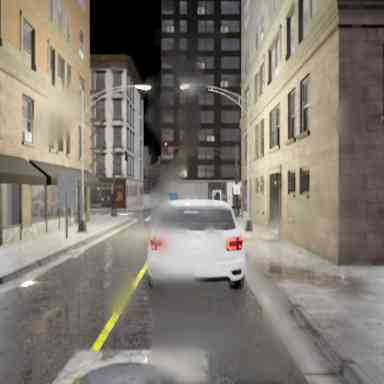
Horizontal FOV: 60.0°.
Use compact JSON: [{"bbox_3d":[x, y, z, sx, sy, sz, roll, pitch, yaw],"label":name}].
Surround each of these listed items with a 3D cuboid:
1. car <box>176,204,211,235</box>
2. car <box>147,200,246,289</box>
[{"bbox_3d":[0.073,1.507,19.587,1.812,1.442,4.674,0,0,0],"label":"car"},{"bbox_3d":[0.096,1.212,9.264,2.150,2.045,5.566,0,0,0],"label":"car"}]
